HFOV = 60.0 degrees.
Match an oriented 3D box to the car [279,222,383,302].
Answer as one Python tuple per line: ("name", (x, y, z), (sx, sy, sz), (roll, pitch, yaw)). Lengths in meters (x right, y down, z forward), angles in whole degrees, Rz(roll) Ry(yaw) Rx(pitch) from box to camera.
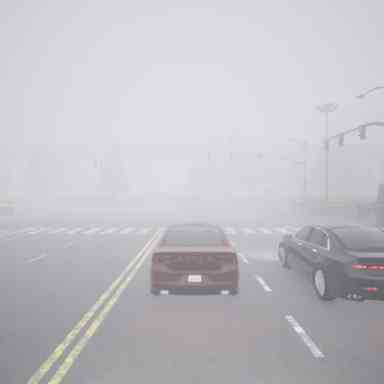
("car", (3.556, 1.506, 8.233), (1.837, 1.490, 4.892), (0, 0, 0))

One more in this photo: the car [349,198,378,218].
("car", (16.931, 1.506, 29.390), (4.892, 1.490, 1.837), (0, 0, 0))

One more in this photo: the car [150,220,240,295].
("car", (0.058, 1.478, 8.754), (1.882, 1.535, 5.008), (0, 0, 0))

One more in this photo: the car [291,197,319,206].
("car", (16.571, 1.505, 47.091), (4.892, 1.490, 1.837), (0, 0, 0))

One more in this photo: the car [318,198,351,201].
("car", (17.974, 1.564, 40.087), (4.181, 1.385, 1.994), (0, 0, 0))

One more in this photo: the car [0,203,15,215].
("car", (-20.302, 1.477, 33.029), (5.008, 1.535, 1.882), (0, 0, 0))
